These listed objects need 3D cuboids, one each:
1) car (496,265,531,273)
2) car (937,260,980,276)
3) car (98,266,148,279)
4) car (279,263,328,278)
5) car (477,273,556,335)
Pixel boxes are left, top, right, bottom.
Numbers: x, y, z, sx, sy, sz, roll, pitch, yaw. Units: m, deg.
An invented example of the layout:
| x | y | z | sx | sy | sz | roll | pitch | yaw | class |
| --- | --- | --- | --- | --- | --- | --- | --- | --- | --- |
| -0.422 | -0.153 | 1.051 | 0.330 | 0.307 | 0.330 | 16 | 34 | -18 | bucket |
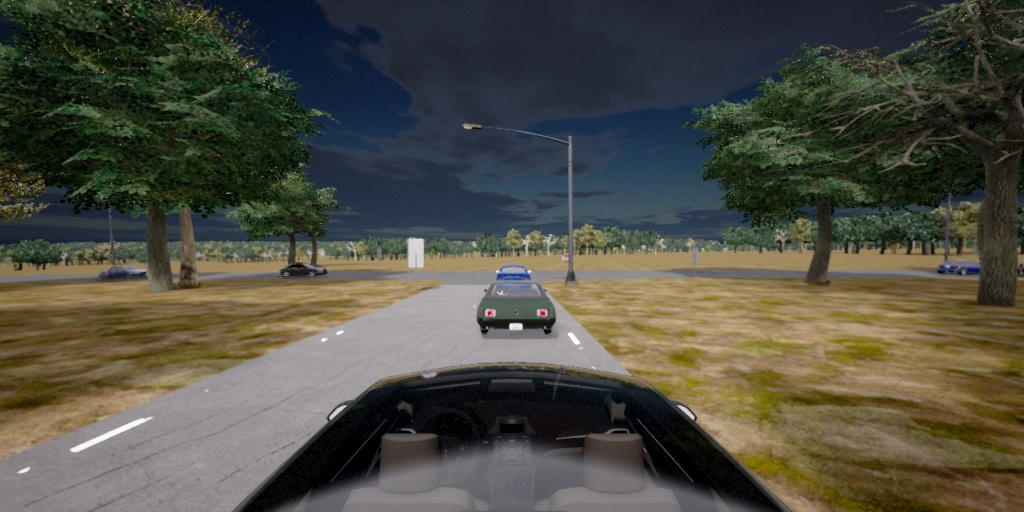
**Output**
| x | y | z | sx | sy | sz | roll | pitch | yaw | class |
| --- | --- | --- | --- | --- | --- | --- | --- | --- | --- |
| 0.085 | 1.256 | 20.663 | 1.882 | 1.535 | 5.008 | 0 | 0 | 0 | car |
| 50.652 | 1.211 | 40.108 | 4.553 | 1.767 | 2.097 | 0 | 2 | -5 | car |
| -44.351 | 1.864 | 41.160 | 5.357 | 1.411 | 2.033 | -1 | 2 | 6 | car |
| -22.808 | 1.549 | 39.303 | 4.892 | 1.490 | 1.837 | -1 | 2 | 4 | car |
| 0.097 | 1.362 | 10.564 | 1.895 | 1.301 | 4.718 | 0 | 0 | 0 | car |
